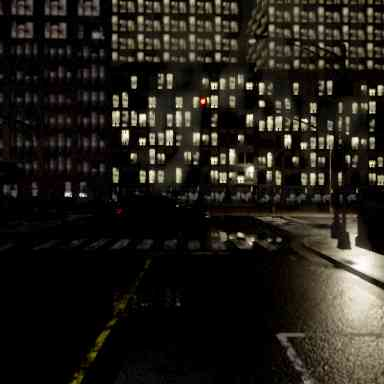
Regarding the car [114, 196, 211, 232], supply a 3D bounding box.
[{"bbox_3d":[-1.687,1.250,19.378,5.566,2.045,2.150,1,0,-1],"label":"car"}]
